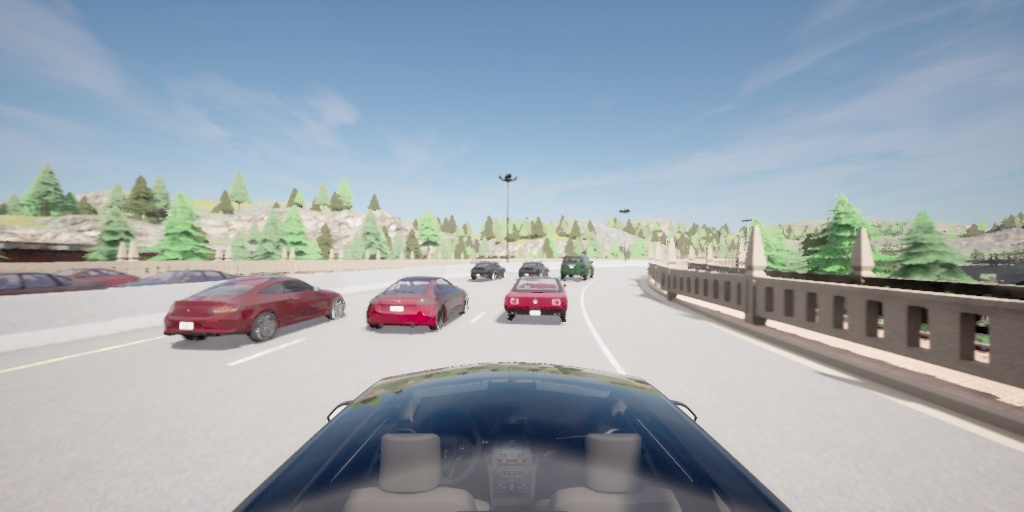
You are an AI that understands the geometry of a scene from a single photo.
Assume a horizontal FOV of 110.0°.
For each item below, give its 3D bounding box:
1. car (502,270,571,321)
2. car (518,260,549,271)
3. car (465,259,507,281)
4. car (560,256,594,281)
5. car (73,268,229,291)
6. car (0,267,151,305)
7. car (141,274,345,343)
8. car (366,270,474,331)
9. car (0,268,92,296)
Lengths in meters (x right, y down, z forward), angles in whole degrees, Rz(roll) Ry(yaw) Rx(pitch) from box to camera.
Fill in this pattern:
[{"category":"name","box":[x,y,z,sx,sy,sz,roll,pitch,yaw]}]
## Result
[{"category":"car","box":[0.963,1.352,12.546,1.895,1.301,4.718,0,0,7]},{"category":"car","box":[1.960,1.262,30.865,1.837,1.490,4.892,0,0,19]},{"category":"car","box":[-1.890,1.257,30.390,1.837,1.490,4.892,0,0,18]},{"category":"car","box":[5.705,0.982,31.042,2.150,2.045,5.566,0,0,21]},{"category":"car","box":[-13.095,1.250,14.412,2.033,1.411,5.357,0,0,8]},{"category":"car","box":[-19.777,1.246,16.416,1.994,1.385,4.181,0,0,9]},{"category":"car","box":[-6.383,1.249,9.542,1.812,1.442,4.674,0,0,5]},{"category":"car","box":[-2.685,1.302,11.048,1.994,1.385,4.181,0,0,6]},{"category":"car","box":[-16.936,1.231,11.805,2.033,1.411,5.357,0,0,6]}]
